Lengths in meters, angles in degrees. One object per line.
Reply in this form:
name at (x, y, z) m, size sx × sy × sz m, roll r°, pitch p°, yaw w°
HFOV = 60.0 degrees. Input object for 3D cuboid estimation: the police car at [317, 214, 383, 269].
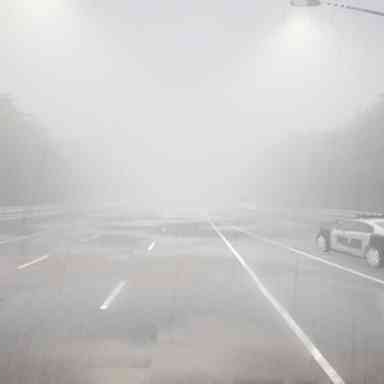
police car at (6.344, 1.615, 12.000) m, size 1.930 × 1.638 × 5.238 m, roll 1°, pitch -1°, yaw -8°
